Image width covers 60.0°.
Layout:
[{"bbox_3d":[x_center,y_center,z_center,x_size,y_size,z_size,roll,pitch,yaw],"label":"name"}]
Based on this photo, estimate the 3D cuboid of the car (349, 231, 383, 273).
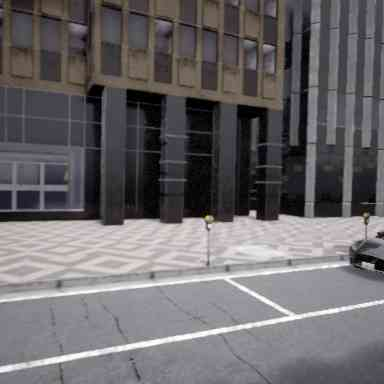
[{"bbox_3d":[6.308,1.473,9.012,4.313,1.339,1.947,1,1,-24],"label":"car"}]
